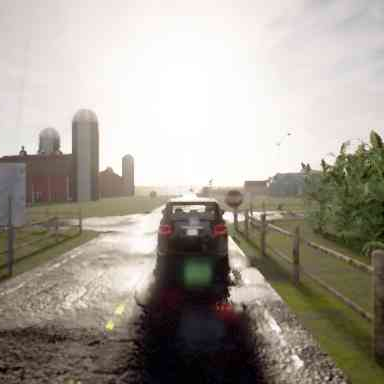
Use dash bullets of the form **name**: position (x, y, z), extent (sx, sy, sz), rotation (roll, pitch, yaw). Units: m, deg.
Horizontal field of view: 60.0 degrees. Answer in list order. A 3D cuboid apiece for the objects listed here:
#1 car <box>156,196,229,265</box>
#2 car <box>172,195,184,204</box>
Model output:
- **car**: position (0.036, 1.210, 11.823), extent (2.150, 2.045, 5.566), rotation (0, 0, 1)
- **car**: position (-2.741, 1.458, 65.828), extent (2.128, 1.511, 4.902), rotation (0, 0, 0)
